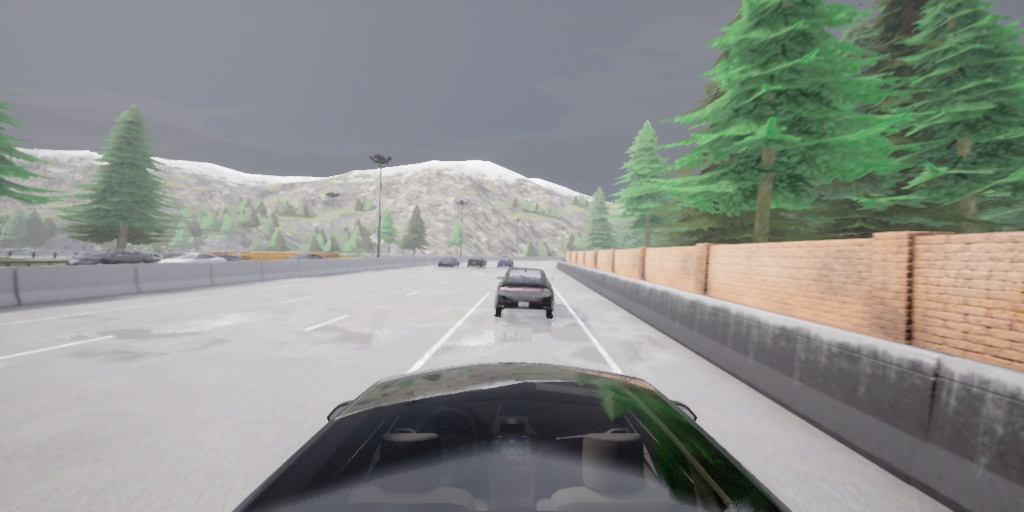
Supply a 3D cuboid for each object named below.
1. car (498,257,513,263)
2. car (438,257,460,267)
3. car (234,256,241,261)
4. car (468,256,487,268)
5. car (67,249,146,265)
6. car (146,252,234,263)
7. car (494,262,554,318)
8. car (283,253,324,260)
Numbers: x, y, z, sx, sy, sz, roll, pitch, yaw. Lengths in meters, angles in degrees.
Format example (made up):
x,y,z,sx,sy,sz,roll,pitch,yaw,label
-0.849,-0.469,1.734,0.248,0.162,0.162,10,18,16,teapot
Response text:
x,y,z,sx,sy,sz,roll,pitch,yaw,label
-0.871,0.897,49.424,1.812,1.442,4.674,2,1,7,car
-8.185,0.759,47.053,1.994,1.385,4.181,2,1,6,car
-26.851,0.357,31.993,2.033,1.411,5.357,2,0,3,car
-4.571,0.761,47.917,1.882,1.535,5.008,2,1,6,car
-30.571,0.235,27.487,2.128,1.511,4.902,2,0,3,car
-23.609,0.462,26.582,1.812,1.442,4.674,2,0,3,car
0.463,1.171,12.775,2.128,1.511,4.902,2,0,3,car
-19.733,0.490,34.103,1.837,1.490,4.892,2,0,3,car
